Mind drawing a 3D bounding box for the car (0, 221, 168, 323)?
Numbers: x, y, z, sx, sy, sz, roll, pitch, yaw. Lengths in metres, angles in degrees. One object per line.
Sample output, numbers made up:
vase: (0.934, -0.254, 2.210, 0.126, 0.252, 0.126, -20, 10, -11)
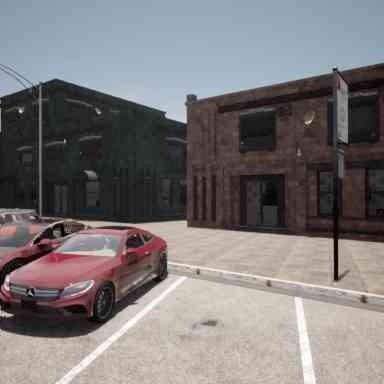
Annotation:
car: (-1.933, 1.527, 7.443, 2.002, 1.452, 4.674, 1, -1, 15)

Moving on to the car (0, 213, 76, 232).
car: (-4.391, 1.517, 9.148, 2.163, 1.488, 4.792, 1, -1, 15)

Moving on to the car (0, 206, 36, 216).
car: (-6.819, 1.366, 10.945, 2.185, 1.767, 4.553, 1, -1, 15)
